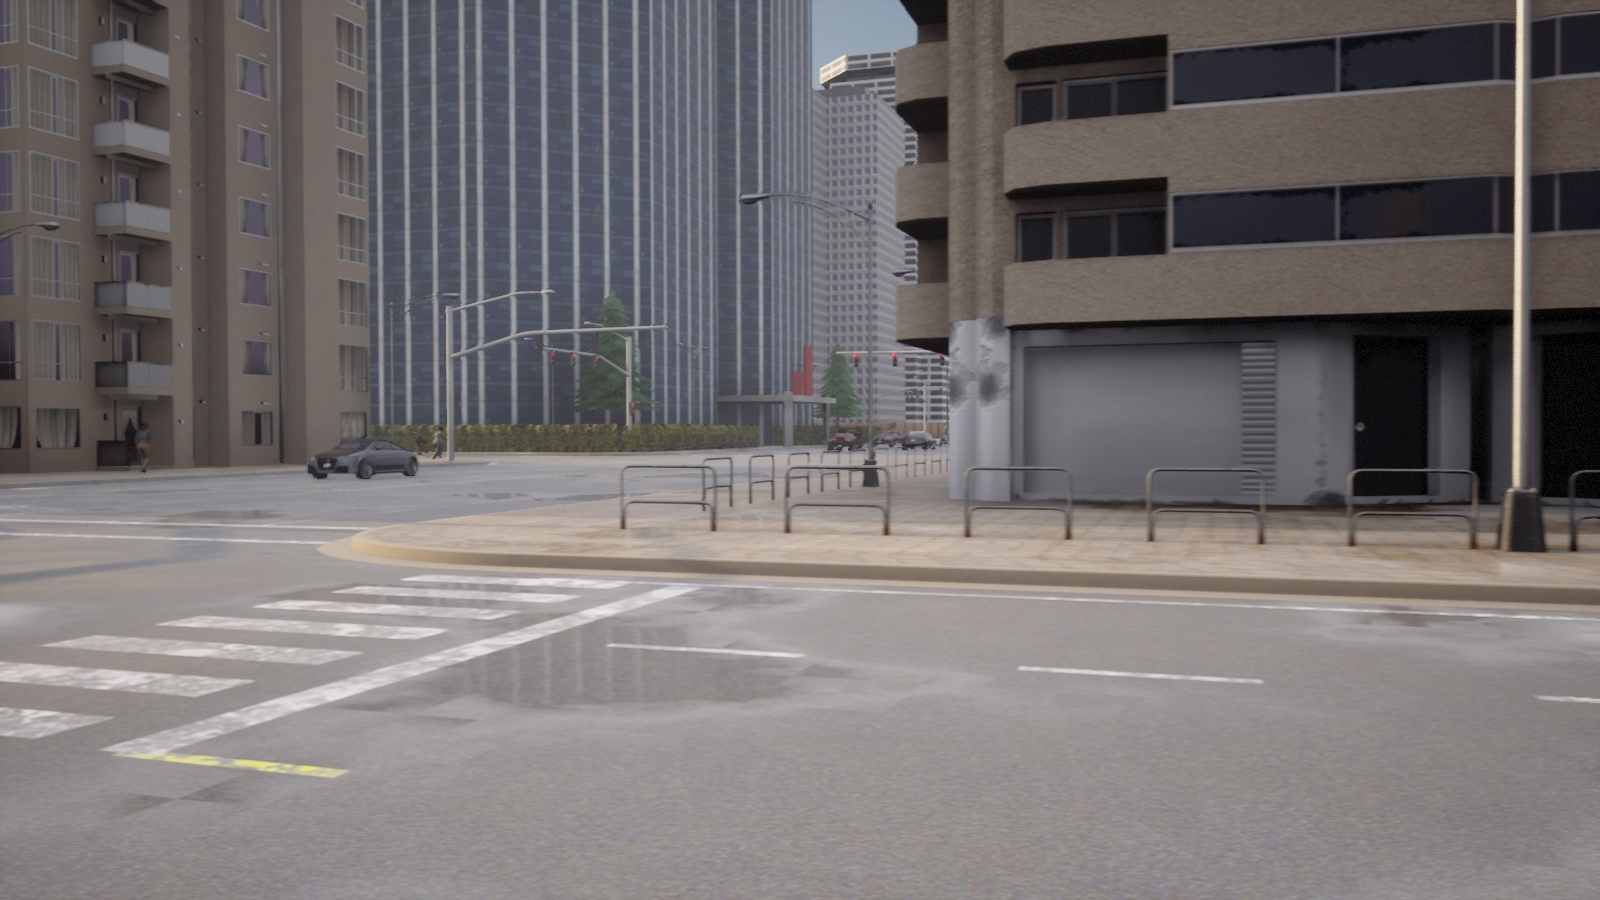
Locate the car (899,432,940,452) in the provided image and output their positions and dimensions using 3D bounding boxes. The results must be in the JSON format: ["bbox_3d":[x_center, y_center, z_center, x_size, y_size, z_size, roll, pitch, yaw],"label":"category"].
[{"bbox_3d":[9.257,-0.641,97.269,2.163,1.488,4.792,1,1,18],"label":"car"}]

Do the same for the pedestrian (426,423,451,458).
[{"bbox_3d":[-19.082,-0.515,66.306,0.874,1.855,0.900,1,1,28],"label":"pedestrian"}]

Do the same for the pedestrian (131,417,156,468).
[{"bbox_3d":[-23.772,-0.277,45.484,0.540,1.848,0.694,0,1,-1],"label":"pedestrian"}]

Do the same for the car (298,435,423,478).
[{"bbox_3d":[-15.261,0.186,43.870,1.994,1.385,4.181,1,1,18],"label":"car"}]

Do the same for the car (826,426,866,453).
[{"bbox_3d":[3.311,-0.756,90.204,1.905,1.878,3.866,1,1,18],"label":"car"}]
